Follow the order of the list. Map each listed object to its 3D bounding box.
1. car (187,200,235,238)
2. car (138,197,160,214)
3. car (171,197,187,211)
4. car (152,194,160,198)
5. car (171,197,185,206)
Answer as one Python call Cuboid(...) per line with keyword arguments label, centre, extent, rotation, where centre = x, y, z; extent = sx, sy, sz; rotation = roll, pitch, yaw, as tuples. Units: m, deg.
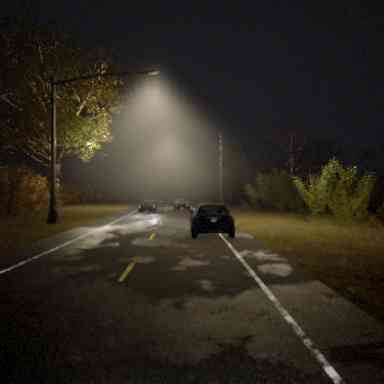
Cuboid(label="car", centre=(0.960, 1.334, 17.613), extent=(2.097, 1.767, 4.553), rotation=(0, 0, -2))
Cuboid(label="car", centre=(-4.660, 1.548, 35.488), extent=(1.895, 1.301, 4.718), rotation=(0, 0, -3))
Cuboid(label="car", centre=(-1.259, 1.532, 39.808), extent=(1.895, 1.301, 4.718), rotation=(0, 0, -3))
Cuboid(label="car", centre=(-8.214, 1.297, 76.165), extent=(1.812, 1.442, 4.674), rotation=(0, 0, -7))
Cuboid(label="car", centre=(-2.248, 1.456, 52.791), extent=(1.994, 1.385, 4.181), rotation=(0, 0, -5))
